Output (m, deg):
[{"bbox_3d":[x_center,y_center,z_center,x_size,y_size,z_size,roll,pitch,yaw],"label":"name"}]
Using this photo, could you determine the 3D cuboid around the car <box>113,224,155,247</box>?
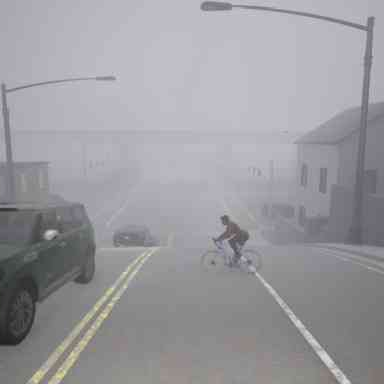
[{"bbox_3d":[-3.736,2.832,21.511,1.882,1.535,5.008,0,-11,-1],"label":"car"}]

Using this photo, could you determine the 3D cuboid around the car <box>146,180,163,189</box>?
[{"bbox_3d":[-7.787,-1.689,72.400,4.974,1.542,2.038,8,11,43],"label":"car"}]

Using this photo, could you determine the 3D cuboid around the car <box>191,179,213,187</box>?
[{"bbox_3d":[2.141,-1.971,73.201,4.536,1.218,1.853,4,9,28],"label":"car"}]

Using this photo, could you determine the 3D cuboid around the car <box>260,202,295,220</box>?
[{"bbox_3d":[11.657,2.378,42.813,5.566,2.045,2.150,0,8,1],"label":"car"}]

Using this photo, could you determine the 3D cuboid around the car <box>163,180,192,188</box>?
[{"bbox_3d":[-3.179,-1.694,72.414,4.974,1.542,2.038,-6,10,-36],"label":"car"}]

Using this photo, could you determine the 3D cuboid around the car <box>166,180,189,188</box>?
[{"bbox_3d":[-3.138,-1.854,72.422,4.536,1.218,1.853,-6,10,-36],"label":"car"}]

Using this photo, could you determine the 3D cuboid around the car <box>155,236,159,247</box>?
[{"bbox_3d":[-3.797,4.180,27.473,1.895,1.301,4.718,0,-9,-1],"label":"car"}]

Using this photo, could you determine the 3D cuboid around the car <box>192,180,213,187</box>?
[{"bbox_3d":[2.187,-1.812,73.199,4.974,1.542,2.038,4,9,28],"label":"car"}]

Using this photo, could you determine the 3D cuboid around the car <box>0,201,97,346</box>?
[{"bbox_3d":[-3.615,1.242,6.744,2.150,2.045,5.566,0,0,0],"label":"car"}]

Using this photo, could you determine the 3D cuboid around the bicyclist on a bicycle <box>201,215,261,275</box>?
[{"bbox_3d":[1.059,1.454,9.028,1.656,1.620,0.582,-1,0,1],"label":"bicyclist on a bicycle"}]

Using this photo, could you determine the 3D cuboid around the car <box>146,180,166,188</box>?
[{"bbox_3d":[-7.825,-1.850,72.412,4.536,1.218,1.853,8,11,43],"label":"car"}]
